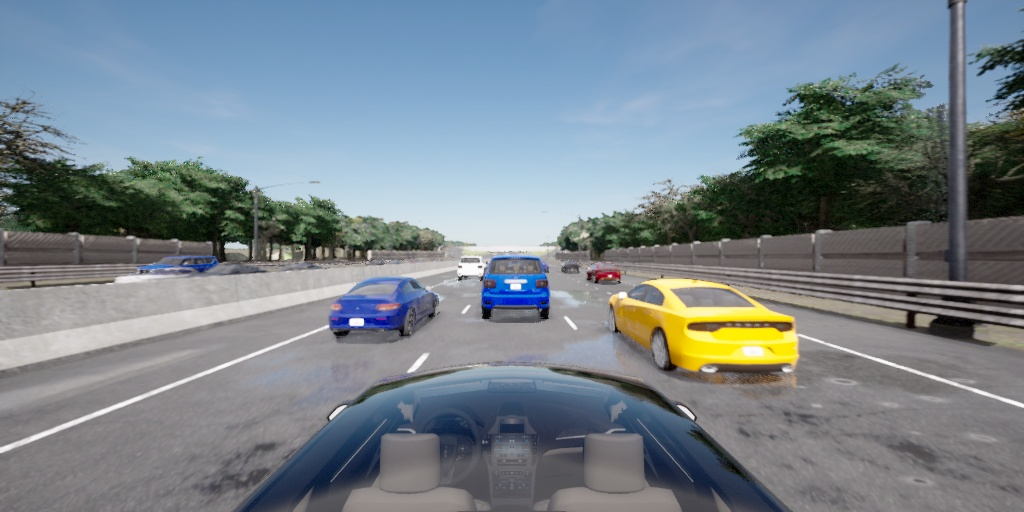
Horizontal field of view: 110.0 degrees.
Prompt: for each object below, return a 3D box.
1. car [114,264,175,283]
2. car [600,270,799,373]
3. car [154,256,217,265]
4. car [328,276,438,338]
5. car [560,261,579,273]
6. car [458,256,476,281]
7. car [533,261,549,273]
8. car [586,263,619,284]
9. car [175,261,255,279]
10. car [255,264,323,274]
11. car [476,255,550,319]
[{"bbox_3d":[-21.051,1.386,21.979,1.895,1.301,4.718,0,0,0],"label":"car"},{"bbox_3d":[3.505,1.237,7.680,1.882,1.535,5.008,0,0,0],"label":"car"},{"bbox_3d":[-24.441,1.017,26.481,2.150,2.045,5.566,0,0,-1],"label":"car"},{"bbox_3d":[-3.390,1.287,10.148,1.812,1.442,4.674,0,0,0],"label":"car"},{"bbox_3d":[7.284,1.370,45.446,1.837,1.490,4.892,0,0,1],"label":"car"},{"bbox_3d":[-3.307,1.034,30.915,2.150,2.045,5.566,0,0,0],"label":"car"},{"bbox_3d":[3.713,1.394,46.488,1.812,1.442,4.674,0,0,1],"label":"car"},{"bbox_3d":[7.063,1.283,28.054,1.882,1.535,5.008,0,0,1],"label":"car"},{"bbox_3d":[-17.548,1.264,22.322,1.882,1.535,5.008,0,0,0],"label":"car"},{"bbox_3d":[-14.042,1.295,23.572,1.837,1.490,4.892,0,0,0],"label":"car"},{"bbox_3d":[0.117,0.989,13.094,2.150,2.045,5.566,0,0,0],"label":"car"}]
